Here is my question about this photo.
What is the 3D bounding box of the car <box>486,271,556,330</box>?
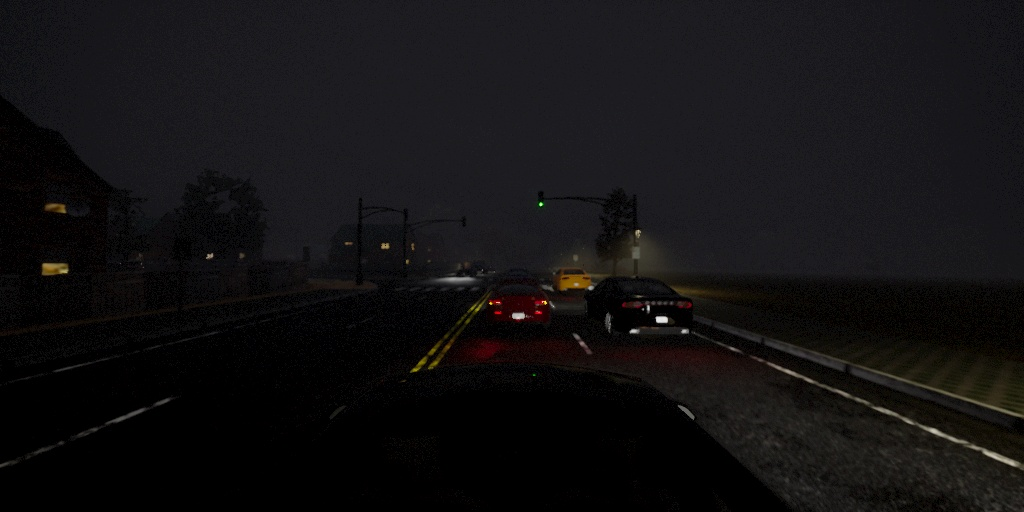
[{"bbox_3d":[0.189,1.386,11.487,1.812,1.442,4.674,0,0,1],"label":"car"}]

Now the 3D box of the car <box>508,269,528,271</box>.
[{"bbox_3d":[0.393,1.524,23.082,1.812,1.442,4.674,0,-1,1],"label":"car"}]

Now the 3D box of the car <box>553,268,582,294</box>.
[{"bbox_3d":[3.647,1.467,22.467,1.882,1.535,5.008,0,-1,1],"label":"car"}]

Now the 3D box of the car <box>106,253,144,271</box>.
[{"bbox_3d":[-40.972,0.699,37.043,5.566,2.045,2.150,1,-2,16],"label":"car"}]

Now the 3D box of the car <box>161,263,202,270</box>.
[{"bbox_3d":[-30.889,1.215,34.234,4.718,1.301,1.895,1,-2,15],"label":"car"}]

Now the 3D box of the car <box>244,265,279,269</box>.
[{"bbox_3d":[-21.099,1.223,31.531,5.008,1.535,1.882,1,-2,15],"label":"car"}]

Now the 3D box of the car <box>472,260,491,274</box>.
[{"bbox_3d":[-4.984,1.616,54.089,2.150,2.045,5.566,0,0,4],"label":"car"}]

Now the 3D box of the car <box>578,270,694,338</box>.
[{"bbox_3d":[3.430,1.328,10.627,1.882,1.535,5.008,0,-1,1],"label":"car"}]

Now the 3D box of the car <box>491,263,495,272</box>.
[{"bbox_3d":[-4.236,2.021,64.890,1.882,1.535,5.008,0,-1,4],"label":"car"}]

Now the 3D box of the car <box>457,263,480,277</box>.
[{"bbox_3d":[-5.519,1.868,44.196,1.895,1.301,4.718,0,-1,3],"label":"car"}]

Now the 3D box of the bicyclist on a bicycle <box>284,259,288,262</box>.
[{"bbox_3d":[-24.297,1.167,38.502,0.582,1.620,1.656,1,-1,15],"label":"bicyclist on a bicycle"}]
